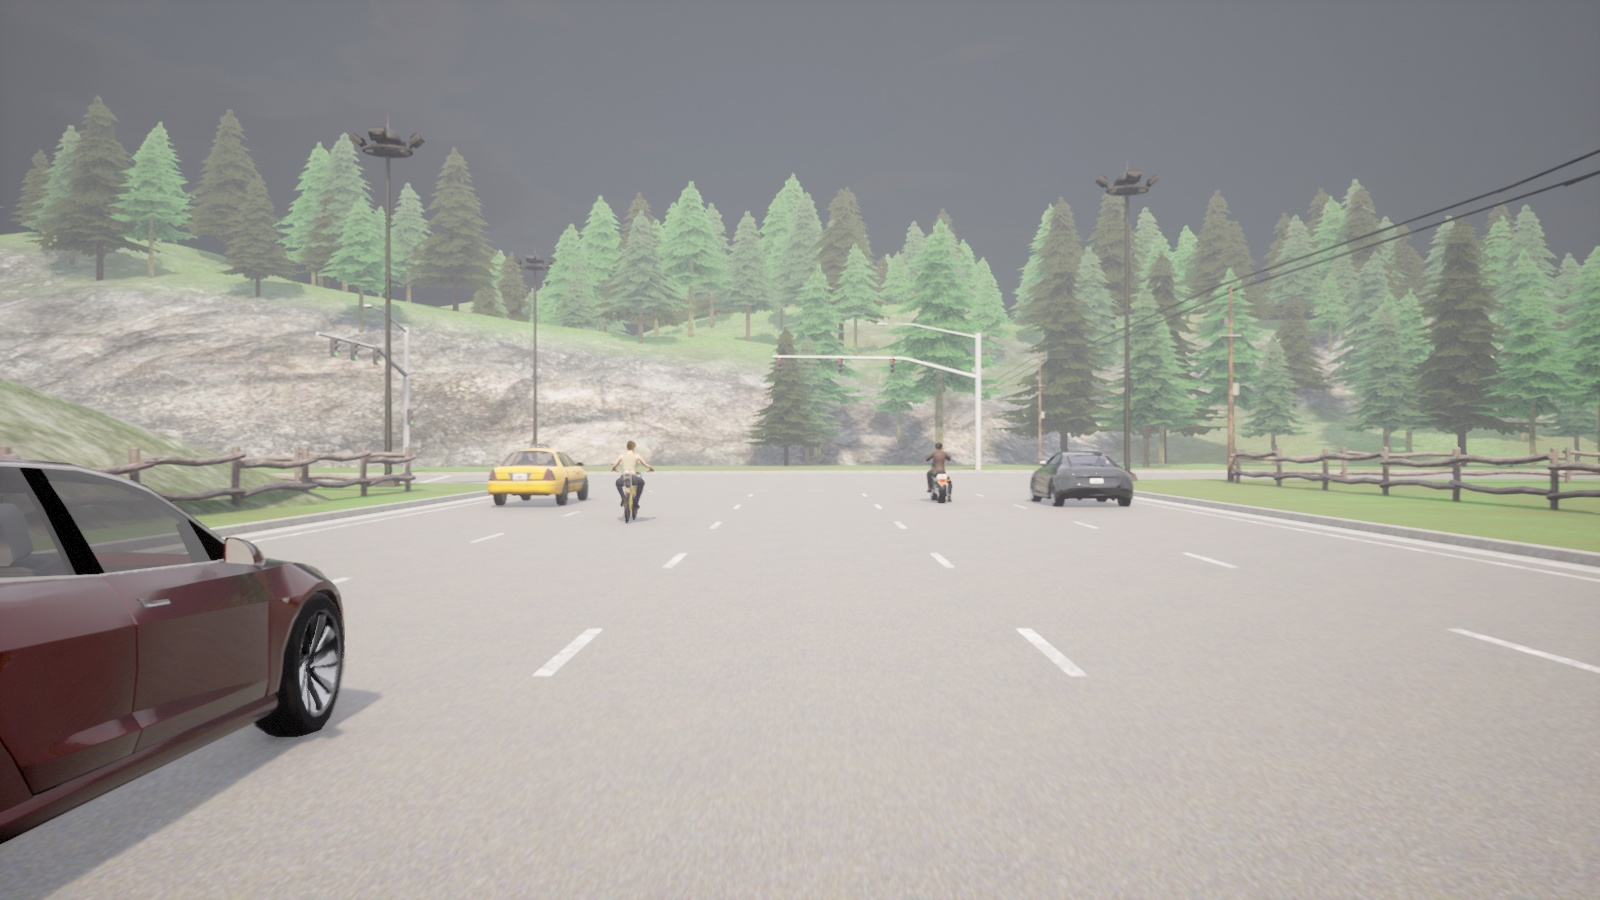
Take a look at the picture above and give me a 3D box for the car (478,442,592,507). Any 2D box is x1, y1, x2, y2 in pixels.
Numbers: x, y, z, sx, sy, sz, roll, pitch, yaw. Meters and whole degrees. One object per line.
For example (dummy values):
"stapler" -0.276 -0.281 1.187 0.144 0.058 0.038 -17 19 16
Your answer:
"car" -6.797 0.580 32.785 1.801 1.575 5.366 0 0 0

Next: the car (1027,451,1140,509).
"car" 7.201 0.718 32.324 1.994 1.385 4.181 0 0 0

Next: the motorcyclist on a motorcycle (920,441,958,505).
"motorcyclist on a motorcycle" 3.708 0.597 33.606 0.766 1.649 2.350 0 0 0

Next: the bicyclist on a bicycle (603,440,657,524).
"bicyclist on a bicycle" -3.347 0.605 24.846 0.866 1.612 1.509 0 0 1

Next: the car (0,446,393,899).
"car" -3.457 0.729 4.894 2.163 1.488 4.792 0 0 0
